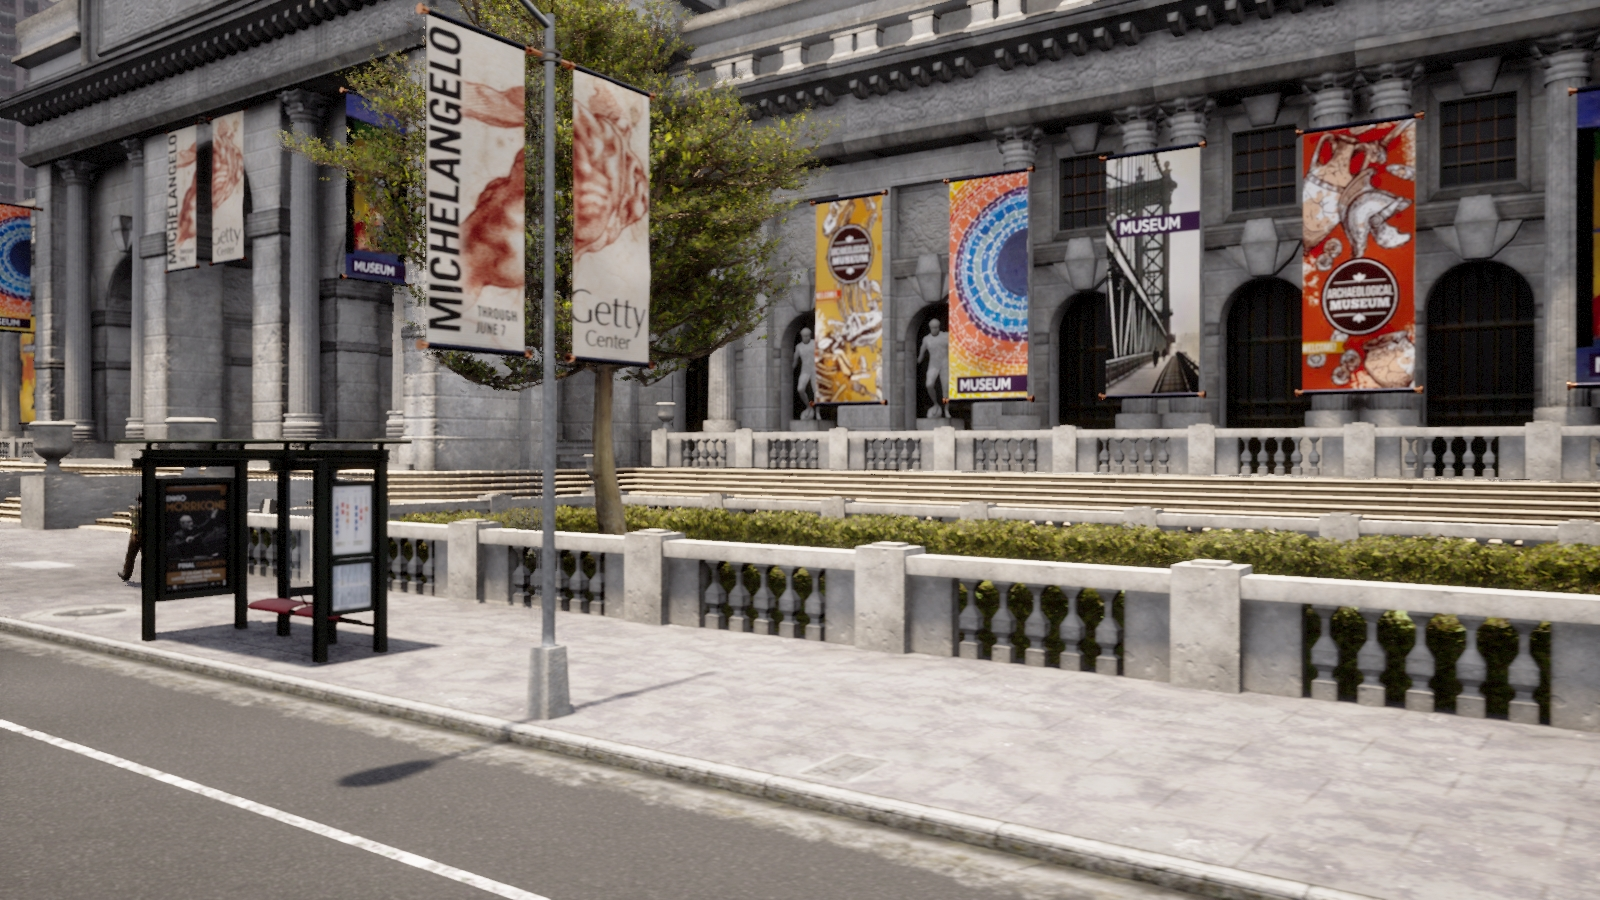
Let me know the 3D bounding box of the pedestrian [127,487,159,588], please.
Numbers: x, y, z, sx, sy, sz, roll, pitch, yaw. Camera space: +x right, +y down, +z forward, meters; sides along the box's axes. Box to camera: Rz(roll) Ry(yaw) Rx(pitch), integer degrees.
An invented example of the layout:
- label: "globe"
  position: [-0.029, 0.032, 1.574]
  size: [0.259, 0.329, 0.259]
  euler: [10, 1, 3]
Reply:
- label: "pedestrian"
  position: [-12.303, 1.631, 21.396]
  size: [0.375, 1.860, 0.375]
  euler: [0, 0, 34]
